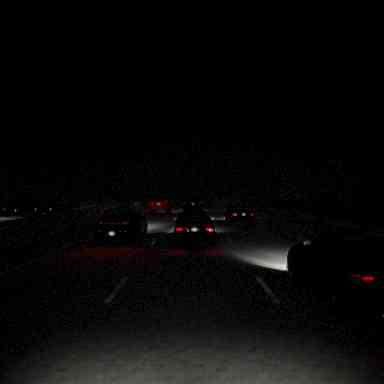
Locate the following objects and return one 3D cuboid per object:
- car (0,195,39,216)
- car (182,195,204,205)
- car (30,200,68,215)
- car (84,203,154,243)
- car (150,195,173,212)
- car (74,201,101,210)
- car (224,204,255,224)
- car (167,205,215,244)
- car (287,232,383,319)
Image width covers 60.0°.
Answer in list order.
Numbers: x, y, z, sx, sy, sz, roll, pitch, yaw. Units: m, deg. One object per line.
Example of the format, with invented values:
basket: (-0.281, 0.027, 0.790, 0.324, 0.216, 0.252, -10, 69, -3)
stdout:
car: (-17.593, 1.327, 34.021, 2.150, 2.045, 5.566, 0, 0, 0)
car: (0.104, 1.335, 36.515, 2.150, 2.045, 5.566, 0, 0, 0)
car: (-14.093, 1.705, 33.640, 1.895, 1.301, 4.718, 0, 0, 0)
car: (-3.398, 1.543, 16.511, 2.128, 1.511, 4.902, 0, 0, 0)
car: (-3.395, 1.335, 36.549, 2.150, 2.045, 5.566, 0, 0, 0)
car: (-10.591, 1.632, 34.395, 1.812, 1.442, 4.674, 0, 0, 0)
car: (3.603, 1.627, 25.707, 2.033, 1.411, 5.357, 0, 0, 0)
car: (0.103, 1.597, 16.114, 2.033, 1.411, 5.357, 0, 0, 0)
car: (3.599, 1.587, 7.486, 1.994, 1.385, 4.181, 0, 0, 0)
